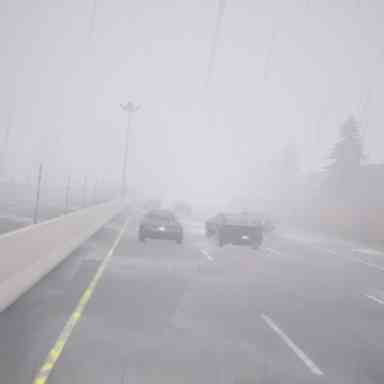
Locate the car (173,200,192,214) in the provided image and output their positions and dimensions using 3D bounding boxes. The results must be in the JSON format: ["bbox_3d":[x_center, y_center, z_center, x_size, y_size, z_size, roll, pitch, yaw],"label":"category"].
[{"bbox_3d":[-1.209,1.702,38.784,1.812,1.442,4.674,5,0,-8],"label":"car"}]

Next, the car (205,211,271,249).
[{"bbox_3d":[1.924,1.769,16.557,1.882,1.535,5.008,5,0,-8],"label":"car"}]

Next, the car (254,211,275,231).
[{"bbox_3d":[4.336,2.111,24.388,2.033,1.411,5.357,5,0,-8],"label":"car"}]

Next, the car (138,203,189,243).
[{"bbox_3d":[-1.559,1.544,16.244,1.994,1.385,4.181,5,0,-8],"label":"car"}]

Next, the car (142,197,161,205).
[{"bbox_3d":[-4.635,1.359,38.098,2.128,1.511,4.902,5,0,-8],"label":"car"}]
